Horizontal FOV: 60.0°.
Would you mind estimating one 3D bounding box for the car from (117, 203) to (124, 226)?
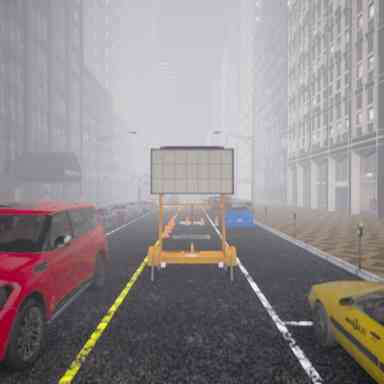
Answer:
[{"bbox_3d":[-5.722,1.580,20.355,1.947,1.339,4.313,-1,0,0],"label":"car"}]

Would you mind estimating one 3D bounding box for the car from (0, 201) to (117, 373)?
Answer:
[{"bbox_3d":[-3.109,1.226,5.991,2.150,2.045,5.566,0,0,0],"label":"car"}]

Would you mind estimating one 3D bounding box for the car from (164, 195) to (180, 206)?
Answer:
[{"bbox_3d":[-3.090,1.390,56.420,2.097,1.767,4.553,0,0,0],"label":"car"}]

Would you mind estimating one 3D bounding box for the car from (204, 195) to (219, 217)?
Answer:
[{"bbox_3d":[2.642,1.337,31.733,2.192,1.841,5.009,-1,0,0],"label":"car"}]

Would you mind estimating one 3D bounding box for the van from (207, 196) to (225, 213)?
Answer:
[{"bbox_3d":[2.635,1.367,37.416,1.690,1.788,3.998,-1,0,0],"label":"van"}]

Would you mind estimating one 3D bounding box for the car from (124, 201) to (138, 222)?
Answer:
[{"bbox_3d":[-5.729,1.563,26.039,1.887,1.381,4.507,-1,0,0],"label":"car"}]

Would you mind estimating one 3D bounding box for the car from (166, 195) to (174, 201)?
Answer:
[{"bbox_3d":[-5.806,1.584,88.389,1.752,1.417,4.829,-1,0,0],"label":"car"}]

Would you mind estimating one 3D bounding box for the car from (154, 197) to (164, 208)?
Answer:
[{"bbox_3d":[-5.758,1.585,48.773,2.008,1.369,4.403,-1,0,0],"label":"car"}]

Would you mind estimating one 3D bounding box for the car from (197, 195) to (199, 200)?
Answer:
[{"bbox_3d":[2.579,1.370,82.886,2.192,1.841,5.009,-1,0,0],"label":"car"}]

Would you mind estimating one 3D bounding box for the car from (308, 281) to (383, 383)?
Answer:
[{"bbox_3d":[2.679,1.528,3.484,1.752,1.417,4.829,-1,0,0],"label":"car"}]

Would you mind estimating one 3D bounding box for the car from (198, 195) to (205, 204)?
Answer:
[{"bbox_3d":[2.609,1.592,60.150,2.008,1.369,4.403,-1,0,0],"label":"car"}]

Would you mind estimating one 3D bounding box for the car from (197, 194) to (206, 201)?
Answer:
[{"bbox_3d":[2.572,1.374,88.570,2.192,1.841,5.009,-1,0,0],"label":"car"}]

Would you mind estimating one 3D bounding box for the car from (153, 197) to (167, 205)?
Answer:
[{"bbox_3d":[-5.771,1.592,60.140,2.008,1.369,4.403,-1,0,0],"label":"car"}]

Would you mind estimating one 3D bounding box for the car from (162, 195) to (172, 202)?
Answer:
[{"bbox_3d":[-5.793,1.492,77.191,1.967,1.590,4.097,-1,0,0],"label":"car"}]

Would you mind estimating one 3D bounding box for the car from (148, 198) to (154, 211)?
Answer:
[{"bbox_3d":[-5.743,1.608,37.406,1.802,1.307,4.206,-1,0,0],"label":"car"}]

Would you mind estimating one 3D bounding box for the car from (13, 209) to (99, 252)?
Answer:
[{"bbox_3d":[-5.716,1.561,14.671,2.008,1.369,4.403,-1,0,0],"label":"car"}]

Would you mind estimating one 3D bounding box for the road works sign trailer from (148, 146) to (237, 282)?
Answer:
[{"bbox_3d":[0.008,0.471,9.735,2.380,3.560,2.880,0,0,0],"label":"road works sign trailer"}]

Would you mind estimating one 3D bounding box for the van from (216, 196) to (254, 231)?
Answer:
[{"bbox_3d":[2.656,1.355,20.365,1.690,1.788,3.998,-1,0,0],"label":"van"}]

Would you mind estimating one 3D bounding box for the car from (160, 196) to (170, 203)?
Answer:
[{"bbox_3d":[-5.785,1.630,71.507,1.802,1.307,4.206,-1,0,0],"label":"car"}]

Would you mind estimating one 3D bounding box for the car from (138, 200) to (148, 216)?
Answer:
[{"bbox_3d":[-5.737,1.573,31.722,2.008,1.369,4.403,-1,0,0],"label":"car"}]
